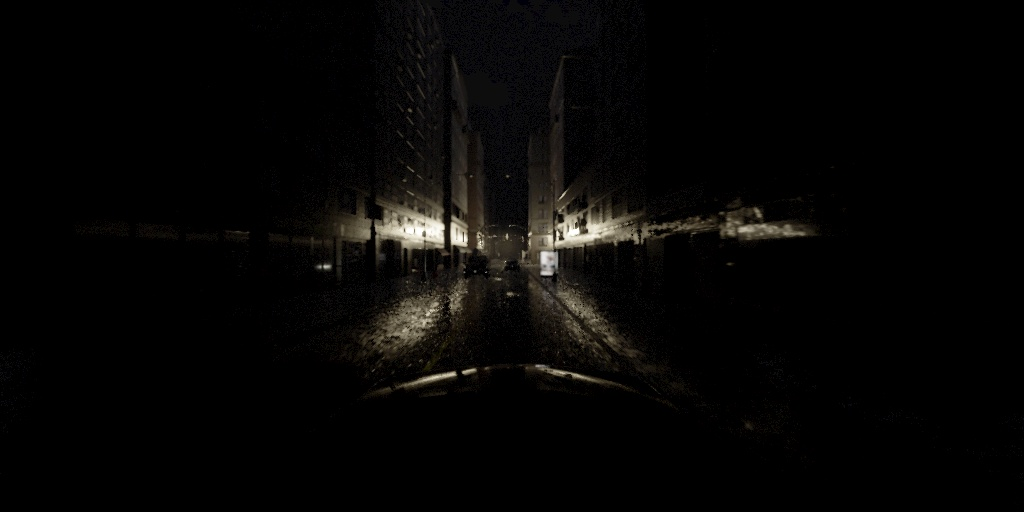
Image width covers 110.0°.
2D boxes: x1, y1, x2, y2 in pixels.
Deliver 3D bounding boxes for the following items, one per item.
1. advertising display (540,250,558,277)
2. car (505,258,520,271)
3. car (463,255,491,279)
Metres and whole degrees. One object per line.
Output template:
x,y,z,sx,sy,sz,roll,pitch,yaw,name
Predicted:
3.125,0.752,30.497,1.540,2.440,0.280,0,0,0,advertising display
0.055,1.269,48.258,1.994,1.385,4.181,0,0,0,car
-3.106,0.945,32.961,2.150,2.045,5.566,0,0,0,car
